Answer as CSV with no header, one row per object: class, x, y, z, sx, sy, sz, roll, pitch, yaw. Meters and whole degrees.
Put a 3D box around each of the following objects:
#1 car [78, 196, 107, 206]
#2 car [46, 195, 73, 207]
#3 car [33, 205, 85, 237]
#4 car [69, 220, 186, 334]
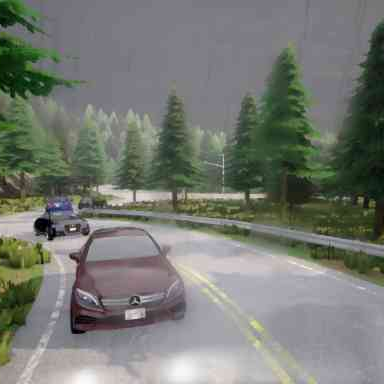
car,-12.676,1.289,42.811,2.097,1.767,4.553,2,2,13
car,-12.830,1.326,32.225,2.150,2.045,5.566,-1,0,-18
car,-7.037,1.664,17.763,1.994,1.385,4.181,-4,2,-38
car,-1.515,1.523,7.060,1.812,1.442,4.674,-2,0,-17
